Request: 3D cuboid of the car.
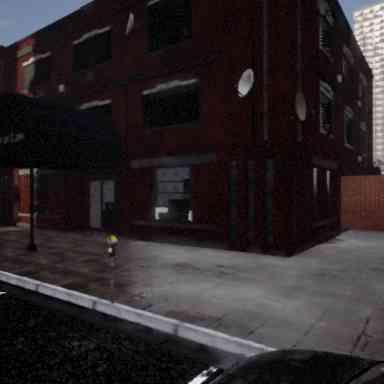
[{"bbox_3d":[1.917,1.550,1.510,4.403,1.369,2.008,0,0,36],"label":"car"}]
